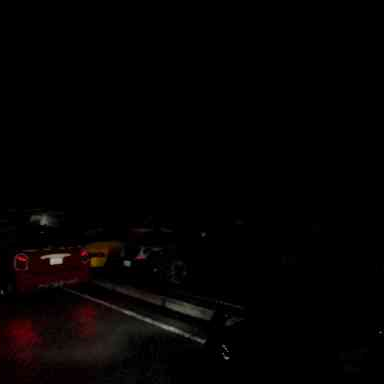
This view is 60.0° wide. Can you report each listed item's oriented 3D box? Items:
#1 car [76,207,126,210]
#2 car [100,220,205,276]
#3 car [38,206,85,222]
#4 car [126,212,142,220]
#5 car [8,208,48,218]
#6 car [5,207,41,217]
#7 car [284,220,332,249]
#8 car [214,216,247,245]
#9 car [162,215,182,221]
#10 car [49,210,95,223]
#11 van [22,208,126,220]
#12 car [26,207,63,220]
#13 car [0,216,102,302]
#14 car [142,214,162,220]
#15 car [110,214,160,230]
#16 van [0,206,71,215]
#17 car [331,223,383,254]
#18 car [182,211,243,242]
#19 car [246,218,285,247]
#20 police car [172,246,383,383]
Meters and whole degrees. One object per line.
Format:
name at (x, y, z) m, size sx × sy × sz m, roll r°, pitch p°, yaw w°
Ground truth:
car at (-9.958, 2.880, 38.606) m, size 2.435 × 2.045 × 5.566 m, roll -1°, pitch -4°, yaw 43°
car at (-2.115, 2.096, 13.218) m, size 1.946 × 1.575 × 5.366 m, roll -1°, pitch -4°, yaw 43°
car at (-18.041, 3.003, 46.217) m, size 2.435 × 2.045 × 5.566 m, roll -1°, pitch -3°, yaw 43°
car at (-3.724, 3.021, 33.073) m, size 1.946 × 1.575 × 5.366 m, roll -1°, pitch -4°, yaw 43°
car at (-26.315, 3.356, 53.620) m, size 1.946 × 1.575 × 5.366 m, roll -1°, pitch -3°, yaw 43°
car at (-28.217, 3.398, 55.652) m, size 2.231 × 1.521 × 4.892 m, roll -1°, pitch -3°, yaw 43°
car at (8.342, 2.721, 21.592) m, size 2.231 × 1.521 × 4.892 m, roll -1°, pitch -4°, yaw 43°
car at (4.279, 2.821, 25.374) m, size 2.097 × 1.535 × 5.008 m, roll -1°, pitch -4°, yaw 43°
car at (0.210, 2.922, 29.148) m, size 2.231 × 1.521 × 4.892 m, roll -1°, pitch -4°, yaw 43°
car at (-15.910, 3.230, 44.429) m, size 1.946 × 1.575 × 5.366 m, roll -1°, pitch -3°, yaw 43°
van at (-6.007, 1.991, 17.270) m, size 1.878 × 1.987 × 4.442 m, roll -1°, pitch -4°, yaw 43°
car at (-22.105, 3.186, 49.999) m, size 2.185 × 1.767 × 4.553 m, roll -1°, pitch -3°, yaw 43°
car at (-4.845, 1.727, 9.529) m, size 4.553 × 1.767 × 2.097 m, roll -1°, pitch -4°, yaw 43°
car at (-1.822, 2.969, 31.042) m, size 2.097 × 1.535 × 5.008 m, roll -1°, pitch -4°, yaw 43°
car at (-5.899, 3.089, 34.804) m, size 2.163 × 1.488 × 4.792 m, roll -1°, pitch -4°, yaw 43°
van at (-10.271, 2.080, 20.922) m, size 1.878 × 1.987 × 4.442 m, roll -1°, pitch -4°, yaw 43°
car at (10.387, 2.700, 19.717) m, size 2.163 × 1.488 × 4.792 m, roll -1°, pitch -4°, yaw 43°
car at (2.230, 2.619, 27.253) m, size 2.435 × 2.045 × 5.566 m, roll -1°, pitch -4°, yaw 43°
car at (6.310, 2.770, 23.483) m, size 2.097 × 1.535 × 5.008 m, roll -1°, pitch -4°, yaw 43°
police car at (2.368, 1.625, 2.789) m, size 5.238 × 1.638 × 1.930 m, roll -1°, pitch -4°, yaw 43°
